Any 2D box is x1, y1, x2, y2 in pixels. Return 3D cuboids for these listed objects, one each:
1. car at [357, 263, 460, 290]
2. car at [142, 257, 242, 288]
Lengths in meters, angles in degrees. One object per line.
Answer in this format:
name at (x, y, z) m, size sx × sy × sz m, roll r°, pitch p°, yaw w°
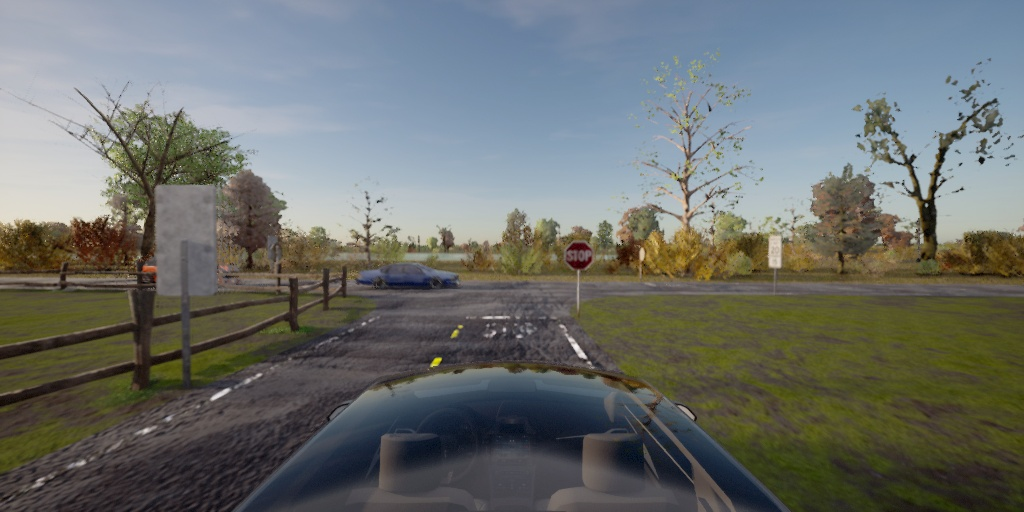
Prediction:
car at (-5.665, 1.086, 19.879) m, size 5.357 × 1.411 × 2.033 m, roll 0°, pitch 1°, yaw 0°
car at (-17.731, 0.784, 19.883) m, size 4.553 × 1.767 × 2.097 m, roll 0°, pitch 1°, yaw 0°
